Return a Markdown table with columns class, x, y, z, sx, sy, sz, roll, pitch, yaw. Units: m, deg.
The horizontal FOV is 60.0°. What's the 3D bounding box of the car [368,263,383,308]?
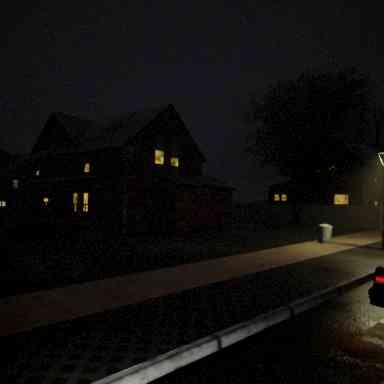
| class | x | y | z | sx | sy | sz | roll | pitch | yaw |
| --- | --- | --- | --- | --- | --- | --- | --- | --- | --- |
| car | 5.569 | 1.628 | 7.064 | 5.357 | 1.411 | 2.033 | 1 | -1 | -43 |
